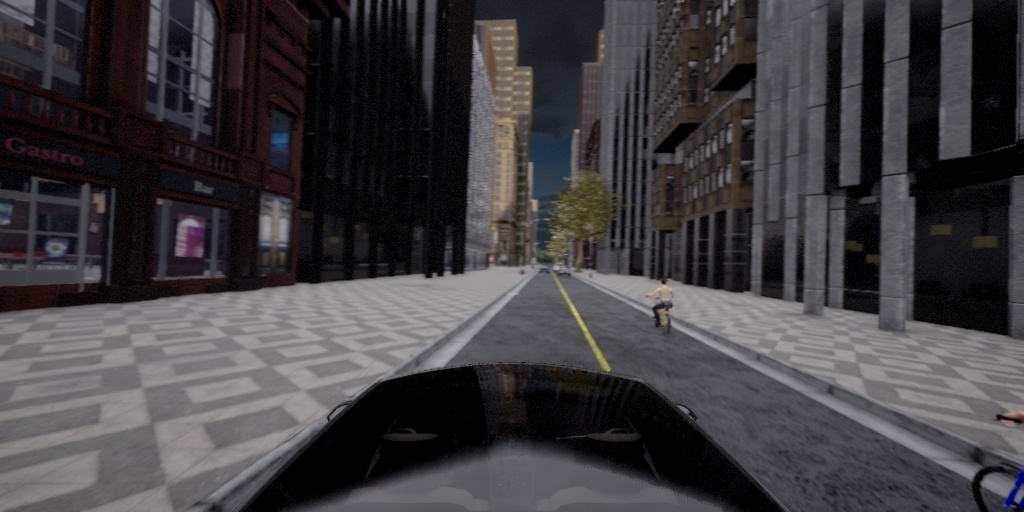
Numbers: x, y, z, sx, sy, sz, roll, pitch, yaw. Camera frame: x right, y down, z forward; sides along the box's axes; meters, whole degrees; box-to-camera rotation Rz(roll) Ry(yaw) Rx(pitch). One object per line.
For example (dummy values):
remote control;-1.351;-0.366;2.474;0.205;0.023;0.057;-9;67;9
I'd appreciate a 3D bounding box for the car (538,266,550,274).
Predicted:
car;5.682;2.432;62.854;2.033;1.411;5.357;2;-1;6

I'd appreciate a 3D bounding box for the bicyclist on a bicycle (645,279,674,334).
bicyclist on a bicycle;4.581;1.484;10.971;0.866;1.612;1.509;2;-1;5

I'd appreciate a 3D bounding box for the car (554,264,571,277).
car;8.120;2.404;55.655;2.033;1.411;5.357;2;-1;5

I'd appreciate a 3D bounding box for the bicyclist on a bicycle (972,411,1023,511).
bicyclist on a bicycle;3.739;1.333;2.213;0.866;1.612;1.509;2;-1;5
